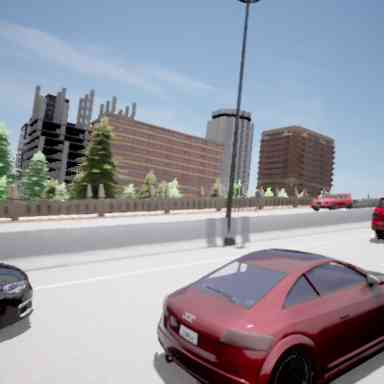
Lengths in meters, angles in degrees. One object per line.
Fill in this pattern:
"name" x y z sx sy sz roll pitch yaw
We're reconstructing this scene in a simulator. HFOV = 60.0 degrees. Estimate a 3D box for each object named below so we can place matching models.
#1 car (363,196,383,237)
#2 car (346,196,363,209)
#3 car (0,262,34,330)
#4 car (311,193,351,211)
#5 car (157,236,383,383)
"car" 10.640 1.166 15.632 5.566 2.045 2.150 0 0 -35
"car" 18.332 1.392 34.243 4.892 1.490 1.837 0 0 -35
"car" -4.893 1.495 4.556 4.902 1.511 2.128 0 0 -35
"car" 15.458 1.110 36.496 5.566 2.045 2.150 0 0 -35
"car" 1.594 1.551 4.883 4.181 1.385 1.994 0 0 -35
